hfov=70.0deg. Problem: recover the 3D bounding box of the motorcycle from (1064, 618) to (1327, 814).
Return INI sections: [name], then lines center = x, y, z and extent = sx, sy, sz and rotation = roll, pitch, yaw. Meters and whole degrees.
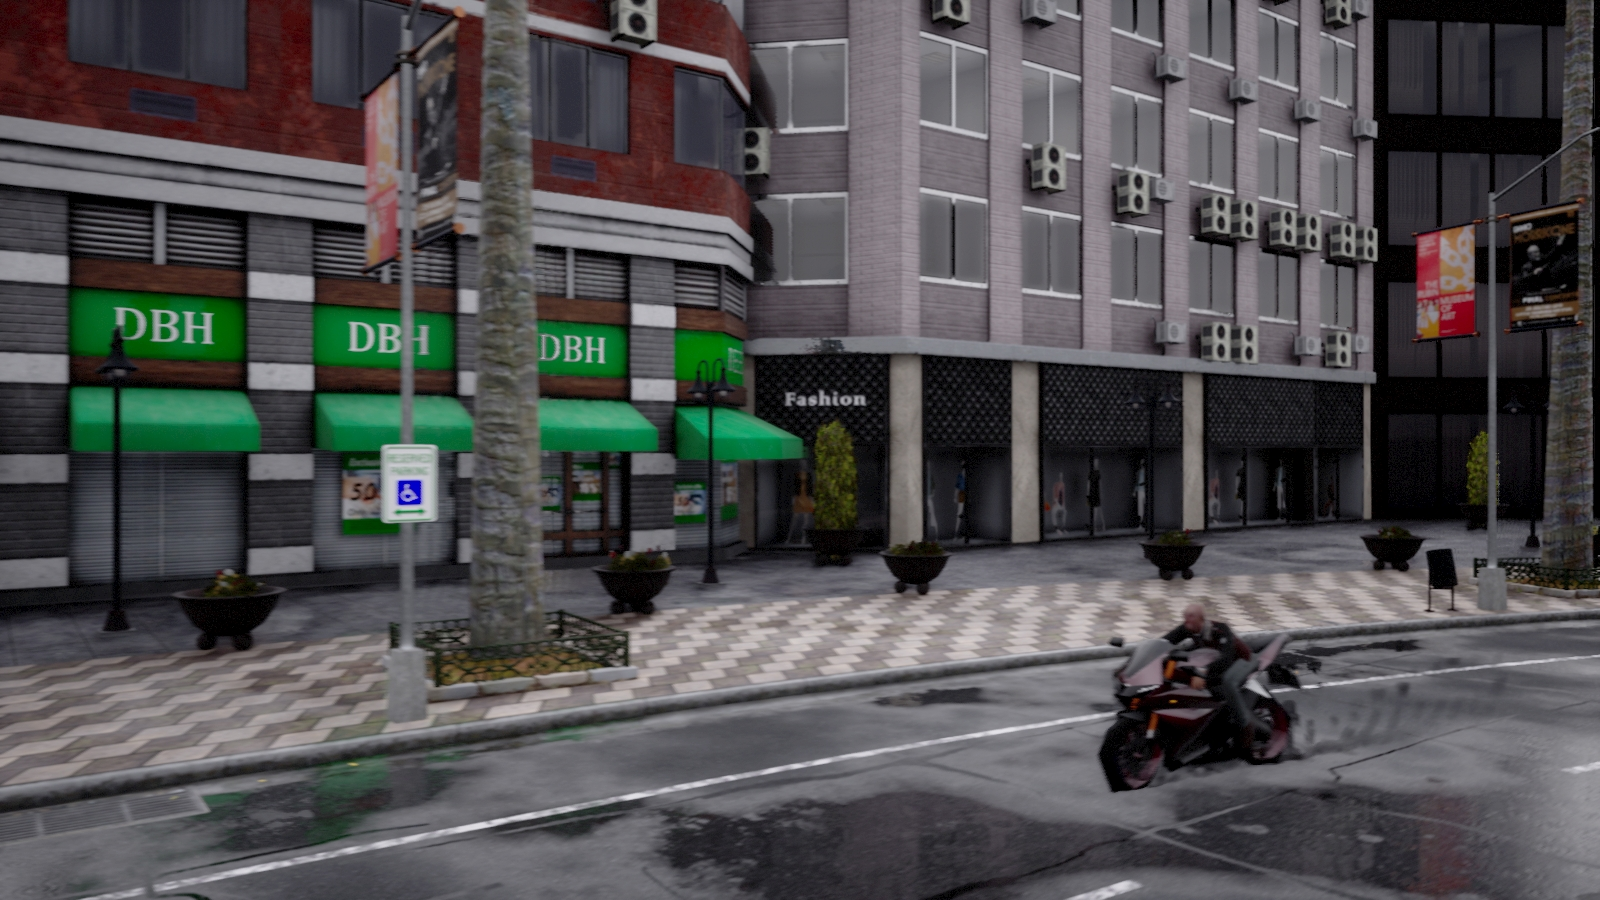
[motorcycle]
center = 3.416, 2.205, 9.811
extent = 2.209, 1.251, 0.867
rotation = 0, 0, -29
